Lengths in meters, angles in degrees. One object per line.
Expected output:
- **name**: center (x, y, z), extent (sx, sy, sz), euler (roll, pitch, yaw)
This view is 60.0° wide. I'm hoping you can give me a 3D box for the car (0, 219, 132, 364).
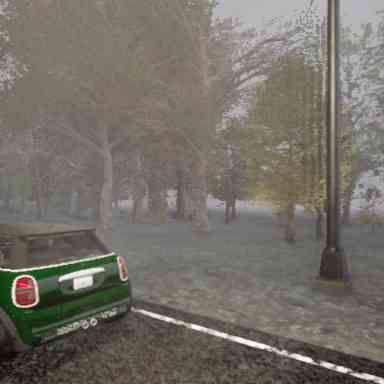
- **car**: center (-3.248, 1.322, 5.888), extent (4.553, 1.767, 2.097), euler (-1, -1, 35)
